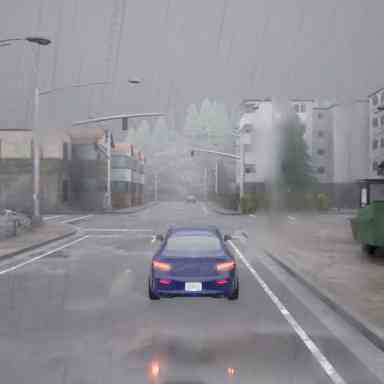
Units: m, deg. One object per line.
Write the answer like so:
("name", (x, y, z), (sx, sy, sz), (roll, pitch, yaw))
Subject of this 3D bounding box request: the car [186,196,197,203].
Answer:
("car", (-0.141, 1.526, 66.890), (1.812, 1.442, 4.674), (0, 0, 0))

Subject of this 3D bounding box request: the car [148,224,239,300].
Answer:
("car", (0.040, 1.526, 8.248), (1.812, 1.442, 4.674), (0, 0, 0))
